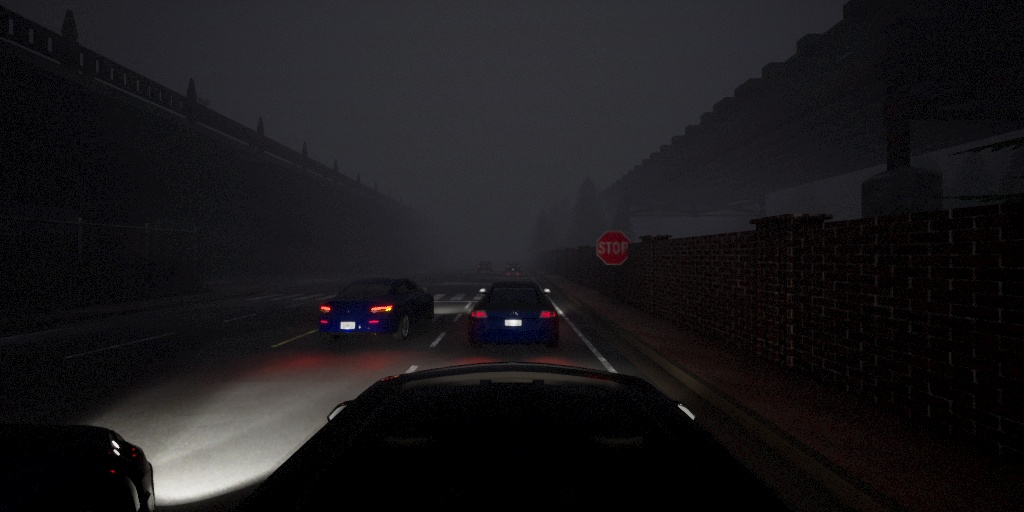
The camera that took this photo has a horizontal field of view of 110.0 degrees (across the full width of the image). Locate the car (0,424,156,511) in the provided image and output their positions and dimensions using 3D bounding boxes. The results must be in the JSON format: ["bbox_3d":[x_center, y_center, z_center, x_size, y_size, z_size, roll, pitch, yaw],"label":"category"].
[{"bbox_3d":[-3.398,1.314,0.644,1.994,1.385,4.181,0,0,0],"label":"car"}]

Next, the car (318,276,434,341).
[{"bbox_3d":[-3.412,1.276,9.740,1.812,1.442,4.674,0,0,0],"label":"car"}]

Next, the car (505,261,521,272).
[{"bbox_3d":[0.099,1.351,46.036,1.895,1.301,4.718,0,0,-1],"label":"car"}]

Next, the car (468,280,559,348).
[{"bbox_3d":[0.069,1.314,9.218,1.994,1.385,4.181,0,0,1],"label":"car"}]

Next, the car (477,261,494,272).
[{"bbox_3d":[-3.395,1.297,45.873,2.033,1.411,5.357,0,0,-1],"label":"car"}]
